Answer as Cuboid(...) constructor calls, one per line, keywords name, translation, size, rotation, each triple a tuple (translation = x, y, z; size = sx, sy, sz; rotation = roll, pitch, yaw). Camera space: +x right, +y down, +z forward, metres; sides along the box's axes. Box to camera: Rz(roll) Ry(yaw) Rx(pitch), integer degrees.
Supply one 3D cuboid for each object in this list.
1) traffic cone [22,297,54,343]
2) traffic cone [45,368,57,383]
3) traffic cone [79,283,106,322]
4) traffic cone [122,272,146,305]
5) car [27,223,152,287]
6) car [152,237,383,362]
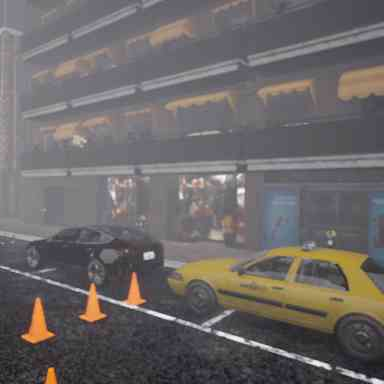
Cuboid(name="traffic cone", translation=(-2.339, 1.902, 5.057), size=(0.340, 0.580, 0.340), rotation=(1, 0, 36))
Cuboid(name="traffic cone", translation=(-1.307, 1.926, 3.075), size=(0.340, 0.580, 0.340), rotation=(1, 0, 36))
Cuboid(name="traffic cone", translation=(-1.752, 1.906, 5.867), size=(0.340, 0.580, 0.340), rotation=(1, 0, 36))
Cuboid(name="traffic cone", translation=(-1.165, 1.910, 6.677), size=(0.340, 0.580, 0.340), rotation=(1, 0, 36))
Cuboid(name="car", translation=(-2.687, 1.489, 8.975), size=(4.313, 1.339, 1.947), rotation=(1, 0, 36))
Cuboid(name="car", translation=(1.749, 1.522, 5.759), size=(4.829, 1.417, 1.752), rotation=(1, 0, 36))
